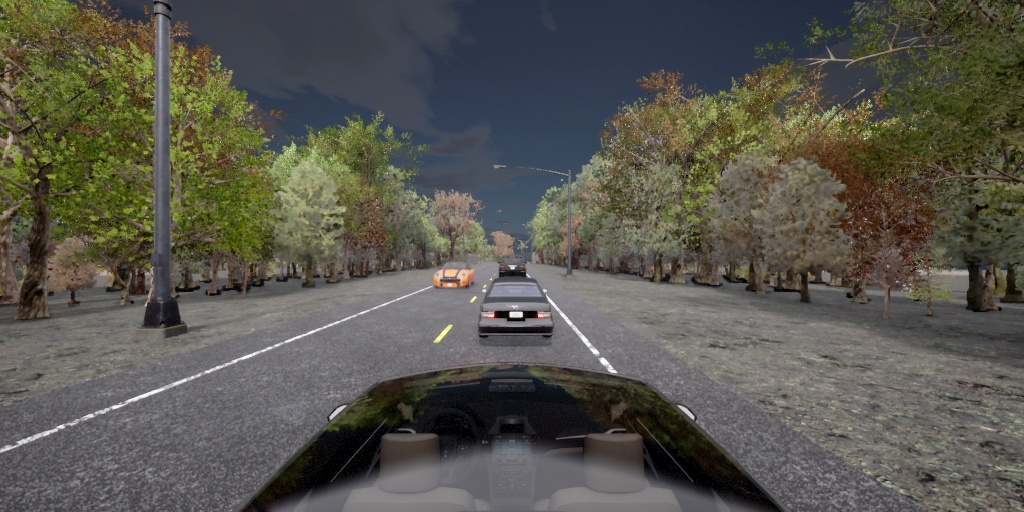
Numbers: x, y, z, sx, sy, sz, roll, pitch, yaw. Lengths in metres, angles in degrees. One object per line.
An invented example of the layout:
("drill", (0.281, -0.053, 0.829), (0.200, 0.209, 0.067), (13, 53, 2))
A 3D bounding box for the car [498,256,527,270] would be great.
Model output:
("car", (0.040, 0.994, 29.287), (2.150, 2.045, 5.566), (0, 0, 0))

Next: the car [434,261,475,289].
("car", (-3.646, 1.120, 23.232), (2.097, 1.767, 4.553), (0, 0, 0))

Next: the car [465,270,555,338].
("car", (0.081, 1.305, 10.199), (2.033, 1.411, 5.357), (0, 0, 0))
